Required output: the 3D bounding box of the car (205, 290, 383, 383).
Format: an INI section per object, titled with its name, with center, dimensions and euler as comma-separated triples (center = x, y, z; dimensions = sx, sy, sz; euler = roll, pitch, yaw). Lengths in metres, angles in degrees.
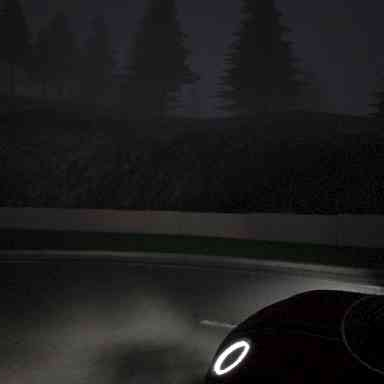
[car]
center = 2.297, 1.319, 2.222
dimensions = 4.553, 1.767, 2.097
euler = 0, 1, 35
